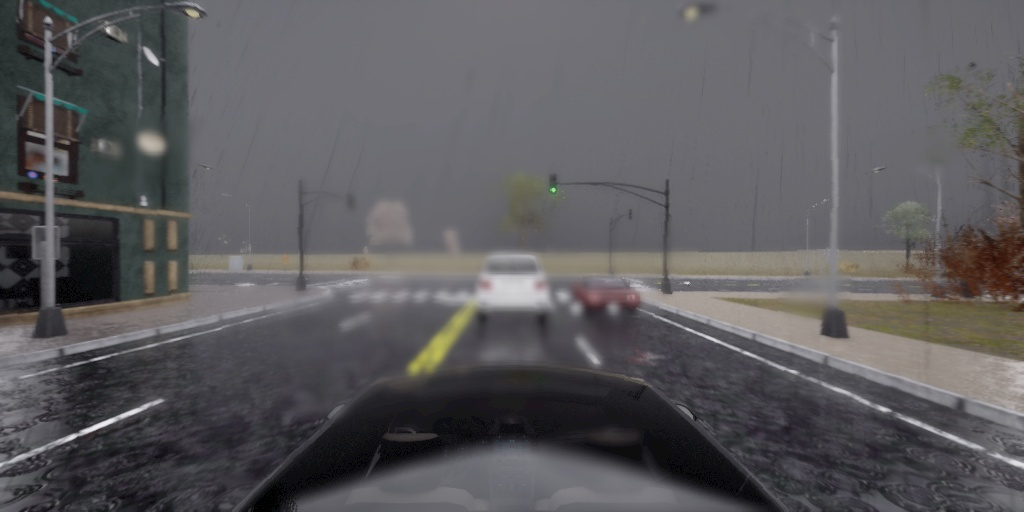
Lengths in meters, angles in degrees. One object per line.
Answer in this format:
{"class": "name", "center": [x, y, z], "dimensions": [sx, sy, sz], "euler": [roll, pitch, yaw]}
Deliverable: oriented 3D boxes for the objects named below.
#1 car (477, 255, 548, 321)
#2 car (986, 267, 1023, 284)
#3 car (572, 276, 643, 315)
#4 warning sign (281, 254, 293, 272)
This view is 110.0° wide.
{"class": "car", "center": [0.012, 1.014, 12.817], "dimensions": [2.150, 2.045, 5.566], "euler": [0, -1, 0]}
{"class": "car", "center": [46.436, 1.769, 32.655], "dimensions": [4.892, 1.490, 1.837], "euler": [1, 0, 2]}
{"class": "car", "center": [3.414, 1.400, 13.765], "dimensions": [1.895, 1.301, 4.718], "euler": [0, 0, 4]}
{"class": "warning sign", "center": [-23.463, 0.742, 37.244], "dimensions": [1.060, 1.860, 1.300], "euler": [0, 0, 1]}
